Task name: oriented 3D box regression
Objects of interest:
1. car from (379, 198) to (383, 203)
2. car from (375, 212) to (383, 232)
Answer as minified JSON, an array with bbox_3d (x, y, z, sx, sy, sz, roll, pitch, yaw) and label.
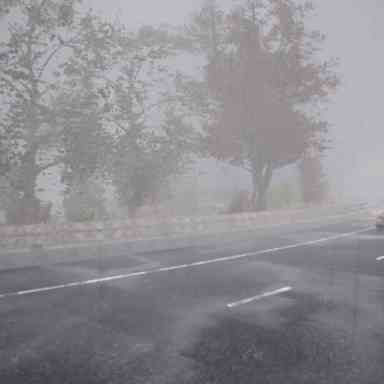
[{"bbox_3d":[46.740,2.017,79.780,1.895,1.301,4.718,0,0,6],"label":"car"},{"bbox_3d":[12.690,1.656,20.234,2.033,1.411,5.357,0,0,41],"label":"car"}]
